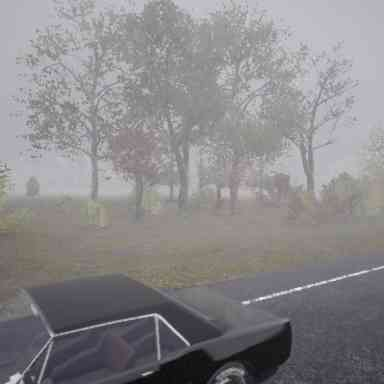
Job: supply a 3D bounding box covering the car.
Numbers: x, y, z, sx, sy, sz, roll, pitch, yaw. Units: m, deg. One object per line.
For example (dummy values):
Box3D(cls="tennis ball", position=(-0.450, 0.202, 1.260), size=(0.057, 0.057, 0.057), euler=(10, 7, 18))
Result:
Box3D(cls="car", position=(-1.291, 1.601, 3.046), size=(4.718, 1.301, 1.895), euler=(0, 0, -35))
